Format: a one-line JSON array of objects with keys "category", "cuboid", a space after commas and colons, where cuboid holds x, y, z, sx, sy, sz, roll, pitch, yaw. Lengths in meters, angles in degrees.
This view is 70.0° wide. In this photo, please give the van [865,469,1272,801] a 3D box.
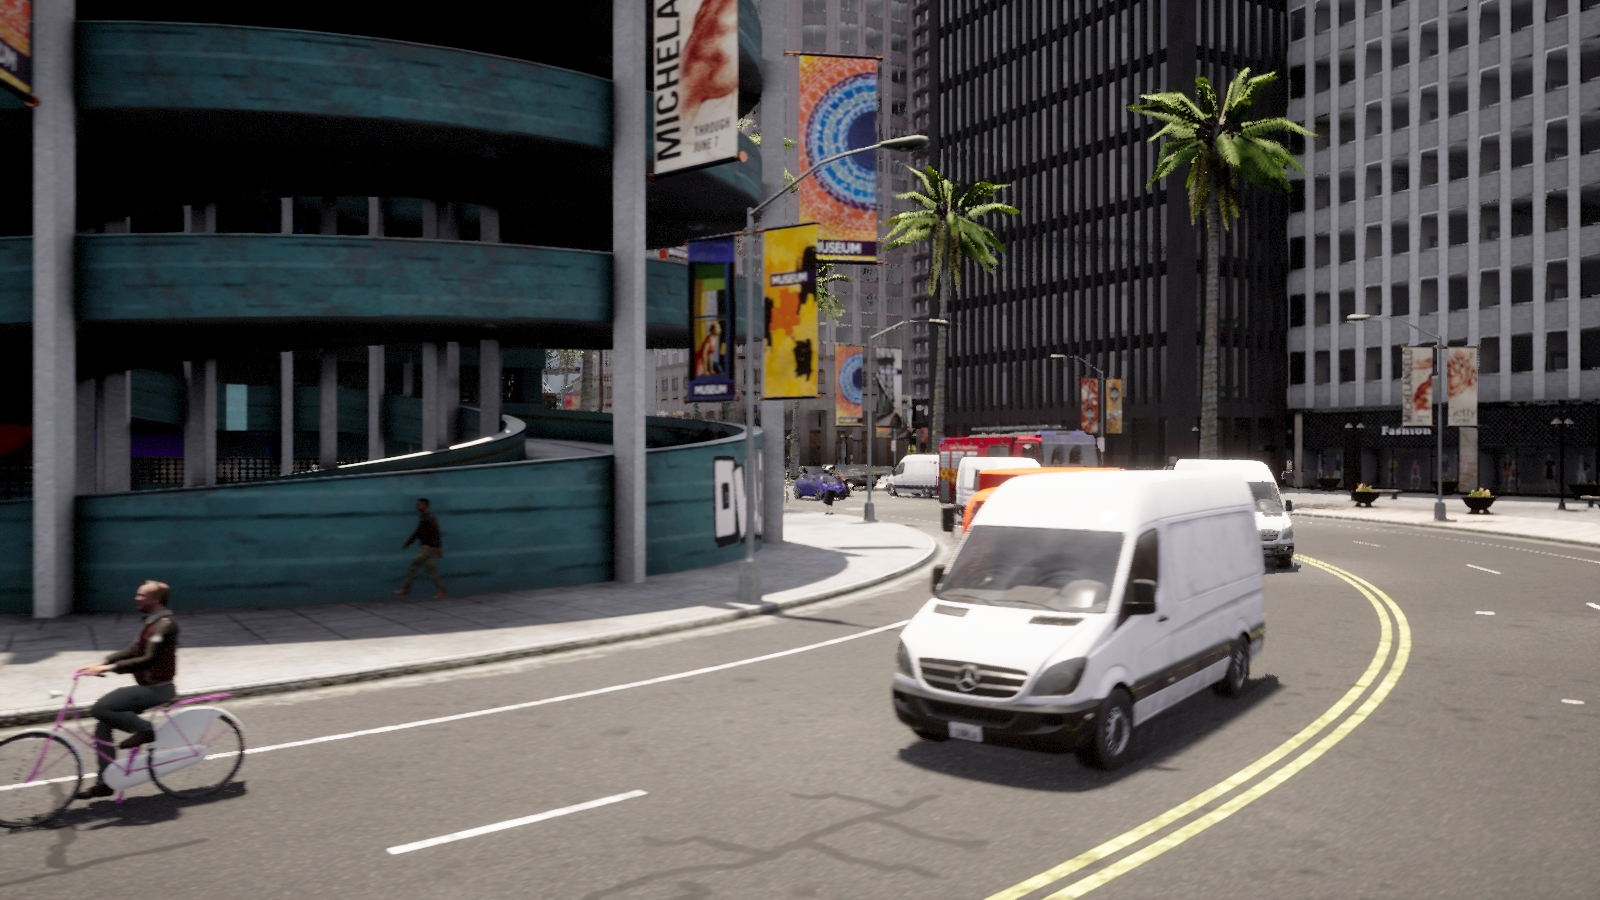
[{"category": "van", "cuboid": [3.162, 1.536, 12.129, 1.988, 2.561, 5.915, 0, 0, 37]}]

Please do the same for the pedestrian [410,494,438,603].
[{"category": "pedestrian", "cuboid": [-6.559, 1.700, 19.930, 0.375, 1.860, 0.375, 0, 0, -31]}]

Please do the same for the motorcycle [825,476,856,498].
[{"category": "motorcycle", "cuboid": [2.456, 2.216, 69.093, 0.867, 1.251, 2.209, 0, 0, -29]}]

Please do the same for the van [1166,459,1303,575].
[{"category": "van", "cuboid": [10.809, 1.537, 28.917, 1.988, 2.561, 5.915, 0, 0, 8]}]

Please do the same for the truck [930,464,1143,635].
[{"category": "truck", "cuboid": [4.391, 1.561, 20.390, 2.627, 2.467, 5.204, 0, 1, 25]}]

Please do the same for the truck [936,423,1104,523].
[{"category": "truck", "cuboid": [9.060, 0.897, 48.341, 2.891, 3.827, 8.468, 0, 0, -22]}]

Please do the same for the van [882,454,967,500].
[{"category": "van", "cuboid": [7.292, 1.544, 67.561, 1.988, 2.561, 5.915, 0, 0, -29]}]

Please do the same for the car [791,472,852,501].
[{"category": "car", "cuboid": [1.188, 2.048, 64.201, 1.845, 1.501, 3.633, 0, 0, -29]}]

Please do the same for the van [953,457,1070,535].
[{"category": "van", "cuboid": [7.480, 1.540, 41.178, 1.988, 2.561, 5.915, 0, 0, -12]}]
